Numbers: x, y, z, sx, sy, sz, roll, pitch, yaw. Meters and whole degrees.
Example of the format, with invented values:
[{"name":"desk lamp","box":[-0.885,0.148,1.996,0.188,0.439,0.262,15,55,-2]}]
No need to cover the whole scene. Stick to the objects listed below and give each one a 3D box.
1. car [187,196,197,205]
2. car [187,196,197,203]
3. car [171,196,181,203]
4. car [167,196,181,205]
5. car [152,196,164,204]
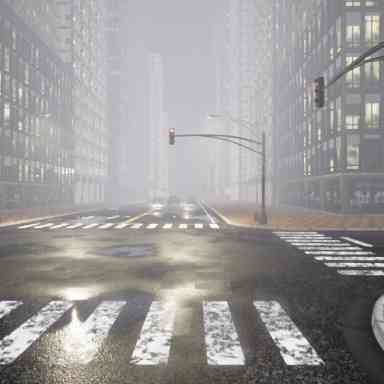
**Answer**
[{"name":"car","box":[-0.034,1.703,60.626,1.895,1.301,4.718,0,0,0]},{"name":"car","box":[-0.039,1.541,70.598,1.994,1.385,4.181,0,0,0]},{"name":"car","box":[-3.289,1.565,70.209,1.895,1.301,4.718,0,0,0]},{"name":"car","box":[-3.284,1.453,60.149,2.097,1.767,4.553,0,0,0]},{"name":"car","box":[-6.536,1.608,64.345,2.128,1.511,4.902,0,0,0]}]
